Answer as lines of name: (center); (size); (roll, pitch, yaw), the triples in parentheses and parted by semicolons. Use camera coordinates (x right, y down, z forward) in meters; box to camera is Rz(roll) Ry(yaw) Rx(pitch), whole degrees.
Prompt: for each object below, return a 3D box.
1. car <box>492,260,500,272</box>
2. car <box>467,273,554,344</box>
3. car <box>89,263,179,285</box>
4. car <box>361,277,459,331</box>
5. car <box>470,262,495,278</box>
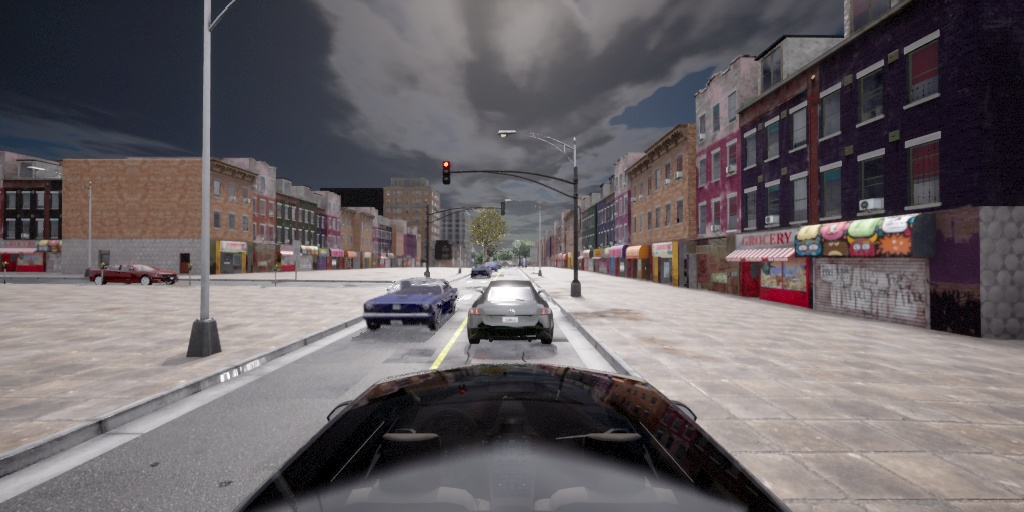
car: (-3.125, 1.552, 52.380); (1.882, 1.535, 5.008); (0, -1, 0)
car: (-0.036, 1.325, 9.612); (1.994, 1.385, 4.181); (0, 0, 0)
car: (-23.352, 1.118, 22.232); (4.507, 1.381, 1.888); (0, 0, 0)
car: (-2.897, 1.366, 11.167); (1.895, 1.301, 4.718); (0, 0, 0)
car: (-3.037, 1.522, 35.698); (1.895, 1.301, 4.718); (0, -1, 0)
